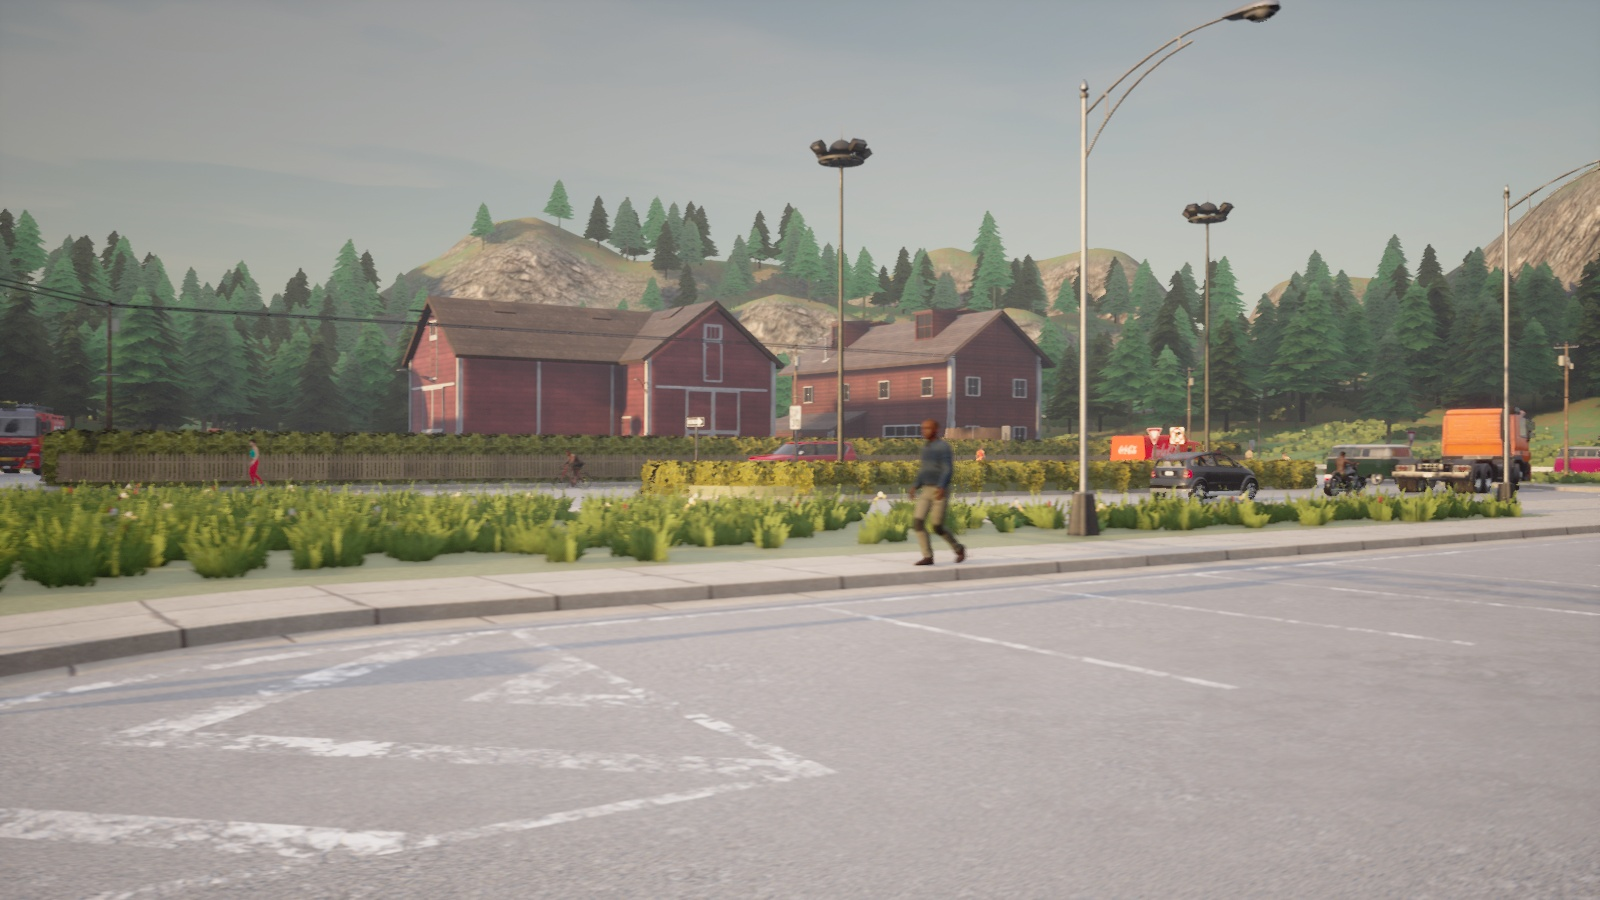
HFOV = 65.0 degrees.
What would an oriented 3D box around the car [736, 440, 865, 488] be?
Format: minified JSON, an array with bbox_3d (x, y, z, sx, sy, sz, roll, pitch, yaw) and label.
[{"bbox_3d":[0.064,0.602,56.414,5.566,2.045,2.150,0,0,-34],"label":"car"}]

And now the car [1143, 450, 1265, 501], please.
[{"bbox_3d":[12.879,0.790,39.952,3.705,1.549,1.789,0,0,-34],"label":"car"}]

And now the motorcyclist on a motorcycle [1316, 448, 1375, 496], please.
[{"bbox_3d":[19.258,0.763,44.319,2.350,1.649,0.766,0,0,-34],"label":"motorcyclist on a motorcycle"}]

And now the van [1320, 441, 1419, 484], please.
[{"bbox_3d":[27.636,0.589,61.121,1.775,1.987,4.442,0,0,-21],"label":"van"}]

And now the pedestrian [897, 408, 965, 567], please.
[{"bbox_3d":[1.551,0.433,14.858,0.726,1.835,0.370,0,0,-36],"label":"pedestrian"}]

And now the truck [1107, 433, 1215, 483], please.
[{"bbox_3d":[18.649,0.387,64.771,5.204,2.467,2.627,-1,0,-34],"label":"truck"}]

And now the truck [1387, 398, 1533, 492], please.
[{"bbox_3d":[26.365,-0.171,49.945,7.936,3.462,2.891,0,0,-45],"label":"truck"}]

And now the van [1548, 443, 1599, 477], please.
[{"bbox_3d":[46.713,0.581,73.730,1.775,1.987,4.442,0,0,-34],"label":"van"}]

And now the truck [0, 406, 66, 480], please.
[{"bbox_3d":[-42.845,-0.371,69.135,2.891,3.827,8.468,0,0,-21],"label":"truck"}]

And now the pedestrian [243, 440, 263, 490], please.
[{"bbox_3d":[-20.282,0.557,46.553,0.594,1.836,0.345,0,0,-37],"label":"pedestrian"}]

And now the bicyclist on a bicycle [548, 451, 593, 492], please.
[{"bbox_3d":[-9.163,0.840,50.164,1.656,1.620,0.582,0,0,-34],"label":"bicyclist on a bicycle"}]
